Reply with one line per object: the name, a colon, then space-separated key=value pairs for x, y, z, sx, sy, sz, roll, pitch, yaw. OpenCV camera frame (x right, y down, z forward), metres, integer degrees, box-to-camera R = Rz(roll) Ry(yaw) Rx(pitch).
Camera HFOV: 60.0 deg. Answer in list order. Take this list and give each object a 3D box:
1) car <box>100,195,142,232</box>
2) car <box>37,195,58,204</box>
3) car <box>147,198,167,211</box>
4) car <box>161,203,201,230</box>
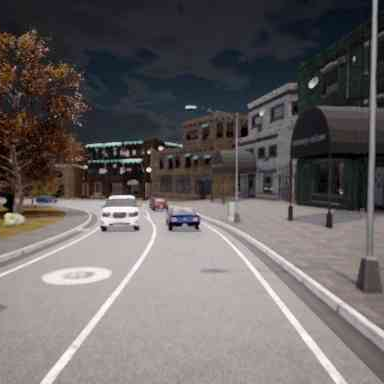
car: x=-4.385 y=1.243 z=20.859 sx=2.150 sy=2.045 sz=5.566 roll=0 pitch=0 yaw=-9
car: x=-24.802 y=1.272 z=56.873 sx=4.674 sy=1.442 sz=1.812 roll=1 pitch=2 yaw=39
car: x=-3.941 y=1.393 z=38.784 sx=1.812 sy=1.442 sz=4.674 roll=-1 pitch=1 yaw=-14
car: x=-0.721 y=1.608 z=21.317 sx=1.895 sy=1.301 sz=4.718 roll=0 pitch=0 yaw=-8
